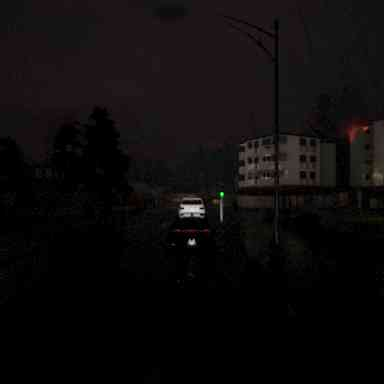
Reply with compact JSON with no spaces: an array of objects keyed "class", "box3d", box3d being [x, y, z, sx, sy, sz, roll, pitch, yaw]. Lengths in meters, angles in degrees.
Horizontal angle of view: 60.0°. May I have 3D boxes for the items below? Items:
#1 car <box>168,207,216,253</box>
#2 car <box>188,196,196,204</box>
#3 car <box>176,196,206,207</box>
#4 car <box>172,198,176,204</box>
[{"class":"car","box3d":[0.003,1.625,14.289,2.128,1.511,4.902,0,0,0]},{"class":"car","box3d":[-0.019,2.001,85.075,2.150,2.045,5.566,0,-1,0]},{"class":"car","box3d":[-0.005,1.484,29.010,2.150,2.045,5.566,0,0,0]},{"class":"car","box3d":[-4.019,2.250,84.461,1.882,1.535,5.008,0,-1,0]}]
